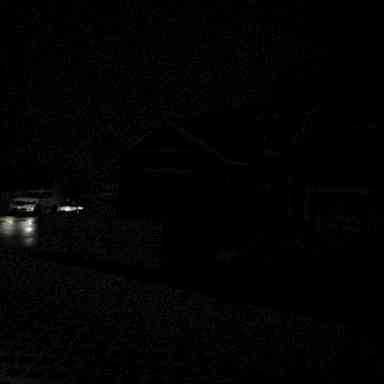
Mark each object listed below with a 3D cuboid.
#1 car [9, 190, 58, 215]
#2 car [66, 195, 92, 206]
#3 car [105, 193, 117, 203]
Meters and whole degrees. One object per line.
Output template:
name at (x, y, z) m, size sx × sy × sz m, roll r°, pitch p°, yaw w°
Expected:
car at (-13.768, 0.845, 29.440) m, size 2.150 × 2.045 × 5.566 m, roll 3°, pitch 1°, yaw 2°
car at (-13.800, 0.997, 40.861) m, size 1.895 × 1.301 × 4.718 m, roll 3°, pitch 1°, yaw -2°
car at (-11.303, 0.893, 48.407) m, size 2.033 × 1.411 × 5.357 m, roll 3°, pitch 1°, yaw -3°
